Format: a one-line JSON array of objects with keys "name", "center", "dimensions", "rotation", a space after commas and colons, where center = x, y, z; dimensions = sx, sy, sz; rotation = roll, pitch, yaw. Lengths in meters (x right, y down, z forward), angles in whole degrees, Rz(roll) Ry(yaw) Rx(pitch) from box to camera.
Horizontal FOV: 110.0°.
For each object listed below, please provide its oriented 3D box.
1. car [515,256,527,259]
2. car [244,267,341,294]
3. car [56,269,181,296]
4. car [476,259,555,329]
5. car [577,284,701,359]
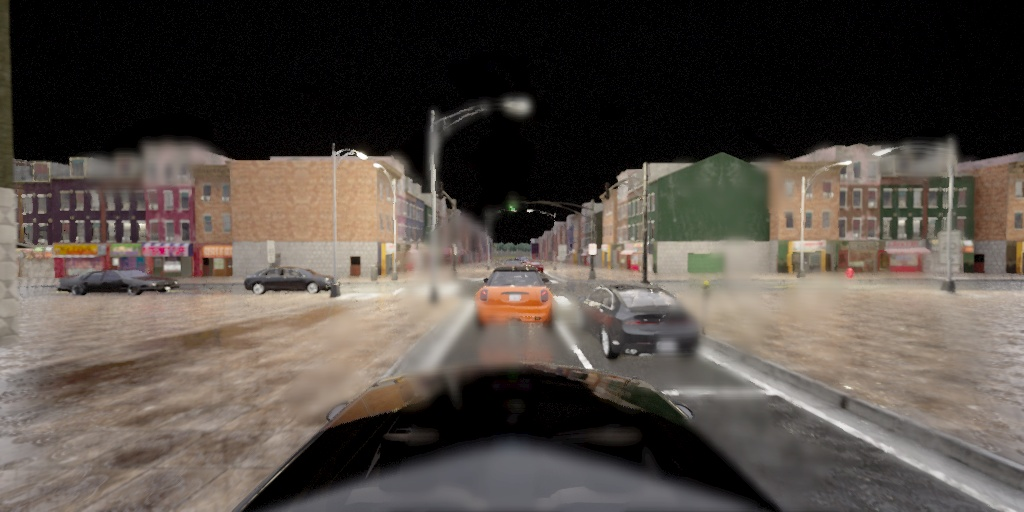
[{"name": "car", "center": [0.094, 1.085, 34.413], "dimensions": [2.097, 1.767, 4.553], "rotation": [0, 0, 0]}, {"name": "car", "center": [-12.241, 1.356, 20.177], "dimensions": [4.892, 1.490, 1.837], "rotation": [0, 1, -2]}, {"name": "car", "center": [-22.083, 1.473, 20.205], "dimensions": [5.357, 1.411, 2.033], "rotation": [-1, 1, -1]}, {"name": "car", "center": [0.143, 1.095, 11.356], "dimensions": [2.097, 1.767, 4.553], "rotation": [0, 0, 2]}, {"name": "car", "center": [2.637, 1.295, 8.253], "dimensions": [2.007, 1.370, 4.403], "rotation": [0, 0, 0]}]
